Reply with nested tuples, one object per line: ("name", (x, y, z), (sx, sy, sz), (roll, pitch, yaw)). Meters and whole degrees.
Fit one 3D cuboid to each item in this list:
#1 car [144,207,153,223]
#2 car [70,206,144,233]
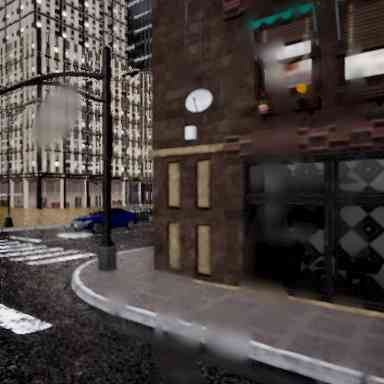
("car", (-4.795, 1.836, 26.828), (2.008, 1.369, 4.403), (-1, -2, 35))
("car", (-5.441, 1.724, 21.151), (1.812, 1.442, 4.674), (0, -1, 33))
